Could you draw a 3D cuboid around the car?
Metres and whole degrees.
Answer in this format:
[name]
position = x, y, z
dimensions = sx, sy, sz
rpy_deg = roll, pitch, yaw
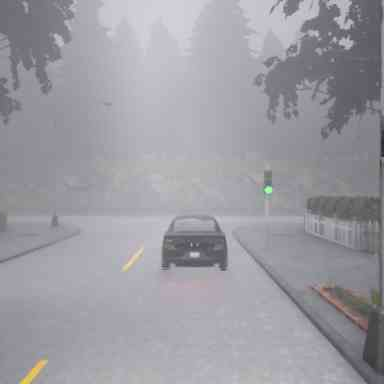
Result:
[car]
position = 0.082, 1.482, 11.135
dimensions = 1.882, 1.535, 5.008
rpy_deg = 0, 0, 0
